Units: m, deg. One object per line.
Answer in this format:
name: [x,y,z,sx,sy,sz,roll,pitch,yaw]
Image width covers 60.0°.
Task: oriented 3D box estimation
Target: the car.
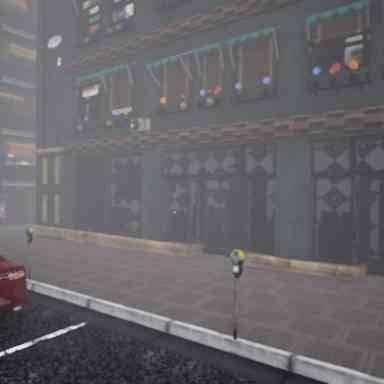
car: [-4.959,1.567,6.384,4.507,1.381,1.887,0,1,35]
